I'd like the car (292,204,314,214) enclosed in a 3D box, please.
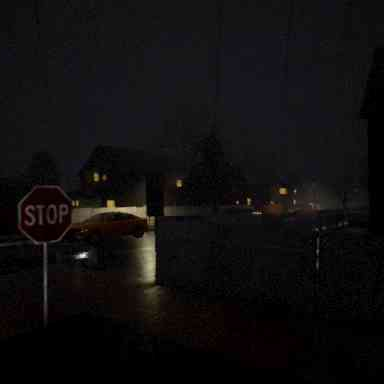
[{"bbox_3d":[15.374,2.478,45.853,2.097,1.767,4.553,-1,-2,35],"label":"car"}]

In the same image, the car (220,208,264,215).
[{"bbox_3d":[4.573,2.107,25.792,2.033,1.411,5.357,-1,-2,36],"label":"car"}]

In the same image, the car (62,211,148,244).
[{"bbox_3d":[-4.561,1.821,18.025,1.882,1.535,5.008,-1,-2,35],"label":"car"}]

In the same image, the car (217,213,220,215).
[{"bbox_3d":[3.743,2.172,29.679,1.837,1.490,4.892,-1,-2,35],"label":"car"}]
